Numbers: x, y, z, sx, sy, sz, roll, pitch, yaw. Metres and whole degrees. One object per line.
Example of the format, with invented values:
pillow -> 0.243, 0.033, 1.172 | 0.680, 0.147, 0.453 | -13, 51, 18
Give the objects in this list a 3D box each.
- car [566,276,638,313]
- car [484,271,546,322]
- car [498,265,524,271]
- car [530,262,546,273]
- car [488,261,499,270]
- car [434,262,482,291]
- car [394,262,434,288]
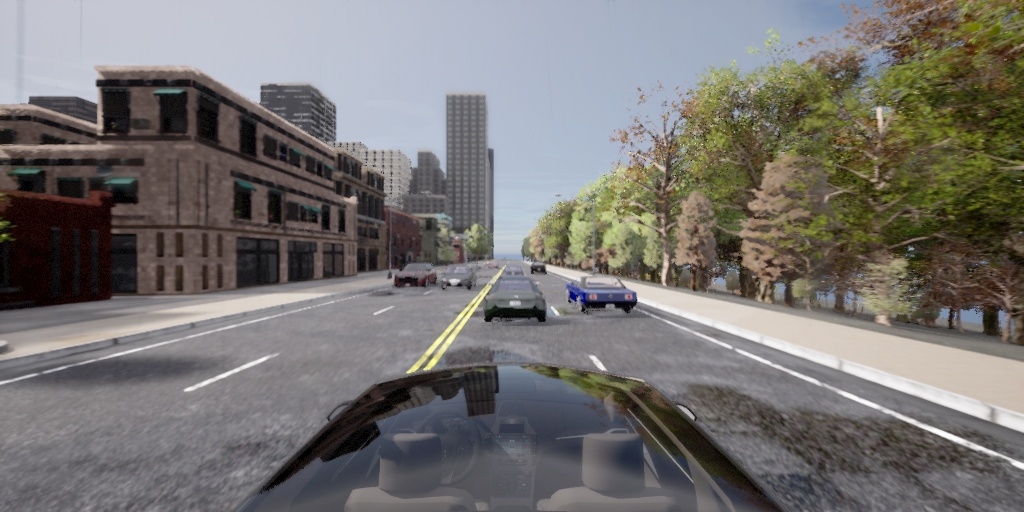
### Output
car -> 3.345, 1.433, 14.397 | 1.895, 1.301, 4.718 | 0, 0, 0
car -> 0.094, 1.385, 12.688 | 1.994, 1.385, 4.181 | 0, 0, 0
car -> 0.086, 1.489, 31.793 | 2.033, 1.411, 5.357 | 0, 0, 0
car -> 3.330, 1.511, 46.430 | 1.882, 1.535, 5.008 | 0, 0, 0
car -> -3.302, 1.666, 64.284 | 1.812, 1.442, 4.674 | 0, 0, 0
car -> -3.357, 1.379, 23.383 | 2.128, 1.511, 4.902 | 0, 0, 0
car -> -6.605, 1.249, 24.975 | 2.097, 1.767, 4.553 | 0, 0, 0
